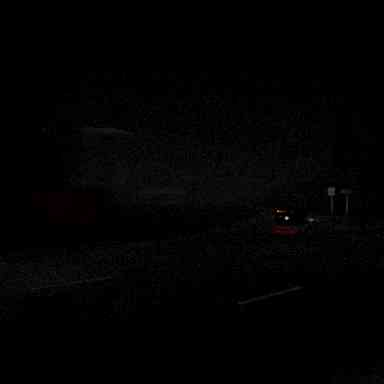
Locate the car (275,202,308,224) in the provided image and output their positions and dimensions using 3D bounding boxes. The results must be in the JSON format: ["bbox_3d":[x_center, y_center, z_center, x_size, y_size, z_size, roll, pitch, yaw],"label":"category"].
[{"bbox_3d":[7.481,1.517,24.920,1.837,1.490,4.892,1,0,24],"label":"car"}]
